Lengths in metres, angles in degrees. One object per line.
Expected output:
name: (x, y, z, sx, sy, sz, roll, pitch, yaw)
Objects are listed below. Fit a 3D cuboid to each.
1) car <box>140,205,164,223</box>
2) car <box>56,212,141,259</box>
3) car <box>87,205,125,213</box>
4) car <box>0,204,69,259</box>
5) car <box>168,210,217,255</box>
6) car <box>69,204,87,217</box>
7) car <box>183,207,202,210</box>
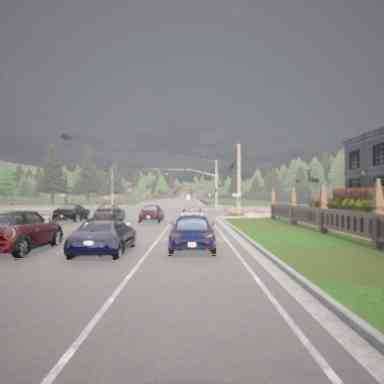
car: (-3.475, 1.849, 28.869, 1.812, 1.442, 4.674, 0, 0, 0)
car: (-3.484, 1.715, 13.277, 1.994, 1.385, 4.181, 0, -1, 0)
car: (-6.979, 1.812, 28.480, 2.128, 1.511, 4.902, 0, 0, 0)
car: (-6.981, 1.502, 13.405, 2.097, 1.767, 4.553, 0, -1, 0)
car: (0.022, 1.682, 13.876, 1.812, 1.442, 4.674, 0, 0, 0)
car: (-10.472, 1.805, 29.233, 1.882, 1.535, 5.008, 0, 0, 0)
car: (0.049, 1.918, 28.230, 1.895, 1.301, 4.718, 0, -1, 1)
